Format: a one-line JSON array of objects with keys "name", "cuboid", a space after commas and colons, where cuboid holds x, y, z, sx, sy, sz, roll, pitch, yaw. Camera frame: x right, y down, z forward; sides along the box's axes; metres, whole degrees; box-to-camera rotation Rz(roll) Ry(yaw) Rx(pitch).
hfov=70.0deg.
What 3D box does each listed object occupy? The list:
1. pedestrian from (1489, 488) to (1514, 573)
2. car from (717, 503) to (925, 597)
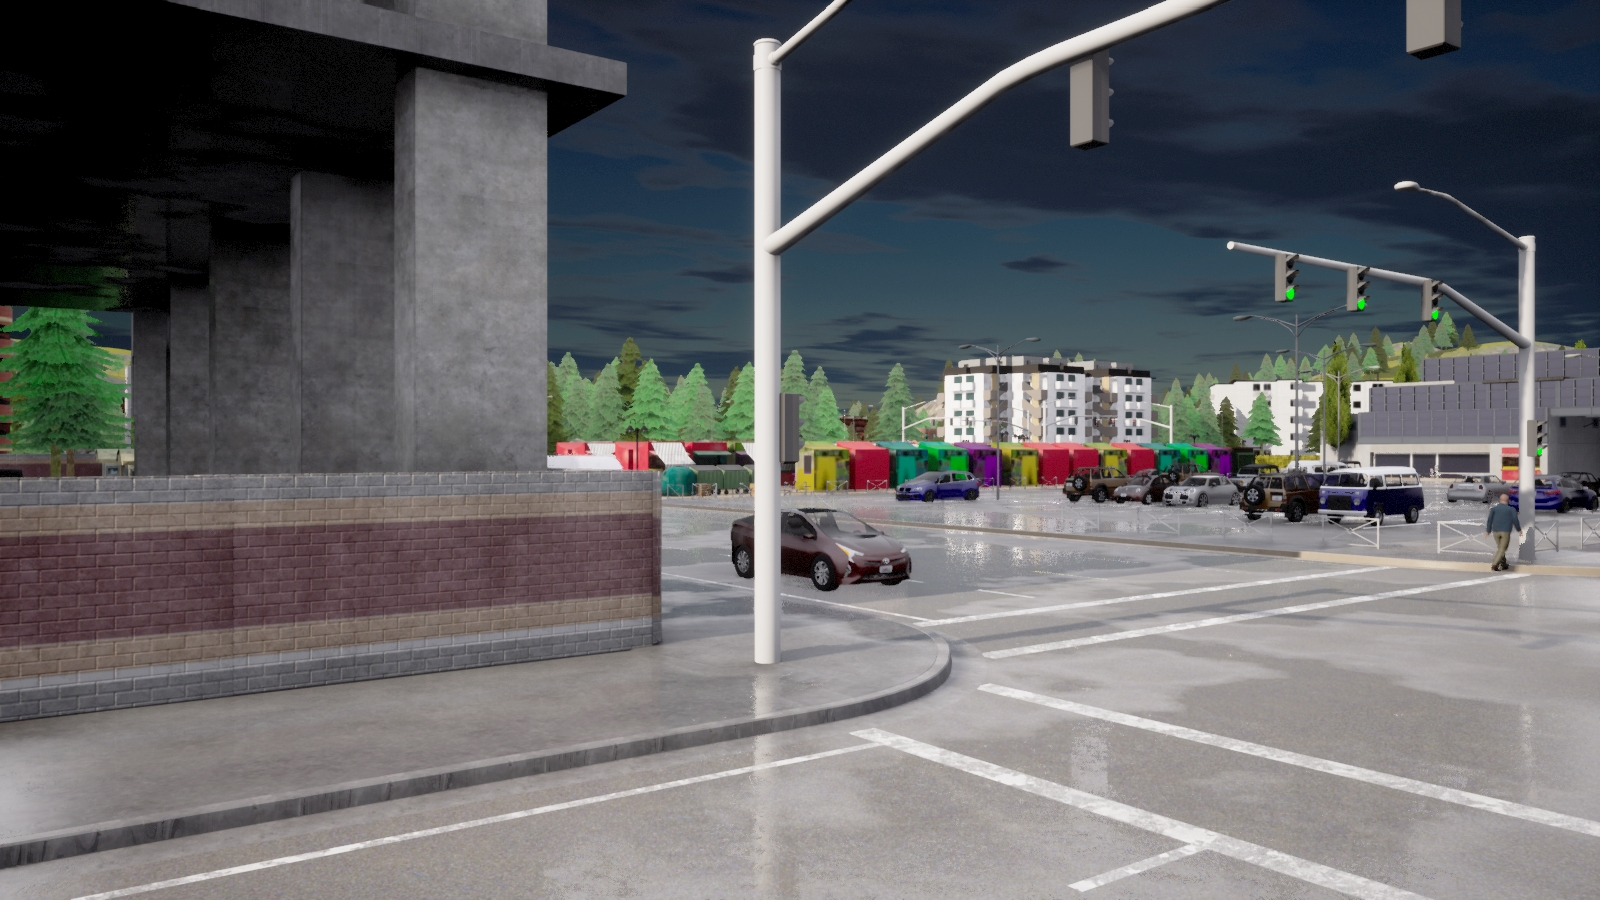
[{"name": "pedestrian", "cuboid": [15.736, 1.796, 25.635, 0.375, 1.860, 0.375, 0, 0, -38]}, {"name": "car", "cuboid": [0.324, 1.984, 23.786, 2.007, 1.525, 4.514, 0, 0, -36]}]
